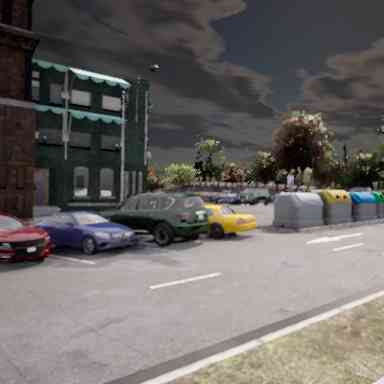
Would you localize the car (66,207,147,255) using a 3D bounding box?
[{"bbox_3d":[-4.270,1.454,12.882,4.674,1.452,2.002,-1,-1,35],"label":"car"}]

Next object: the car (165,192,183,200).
[{"bbox_3d":[-4.370,0.962,82.055,2.185,1.767,4.553,0,-1,35],"label":"car"}]

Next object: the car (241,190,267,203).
[{"bbox_3d":[11.159,0.837,59.708,2.435,2.045,5.566,1,-1,35],"label":"car"}]

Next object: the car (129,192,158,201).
[{"bbox_3d":[-8.422,0.793,58.235,2.097,1.535,5.008,0,0,35],"label":"car"}]

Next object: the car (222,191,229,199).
[{"bbox_3d":[5.075,0.833,38.785,2.002,1.452,4.674,0,0,35],"label":"car"}]

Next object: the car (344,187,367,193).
[{"bbox_3d":[21.519,0.838,44.863,2.435,2.045,5.566,0,-1,35],"label":"car"}]

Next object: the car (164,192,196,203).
[{"bbox_3d":[-1.670,0.795,48.503,2.231,1.521,4.892,0,0,35],"label":"car"}]

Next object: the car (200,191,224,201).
[{"bbox_3d":[4.257,0.837,69.640,2.435,2.045,5.566,1,-1,35],"label":"car"}]

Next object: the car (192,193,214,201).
[{"bbox_3d":[2.445,1.081,71.989,1.946,1.575,5.366,1,-1,35],"label":"car"}]

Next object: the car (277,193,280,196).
[{"bbox_3d":[14.629,0.964,54.790,2.185,1.767,4.553,1,-1,35],"label":"car"}]

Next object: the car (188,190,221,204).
[{"bbox_3d":[1.682,0.668,43.623,2.185,1.767,4.553,0,0,35],"label":"car"}]

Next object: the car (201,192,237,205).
[{"bbox_3d":[3.385,0.794,41.212,2.231,1.521,4.892,0,0,35],"label":"car"}]

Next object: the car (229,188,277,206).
[{"bbox_3d":[6.754,0.542,36.328,2.435,2.045,5.566,0,0,35],"label":"car"}]

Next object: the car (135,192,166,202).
[{"bbox_3d":[-6.832,0.790,55.646,1.946,1.575,5.366,0,0,35],"label":"car"}]

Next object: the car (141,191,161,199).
[{"bbox_3d":[-11.234,0.834,91.982,2.435,2.045,5.566,1,-1,35],"label":"car"}]

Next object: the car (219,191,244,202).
[{"bbox_3d":[7.745,0.839,64.723,2.435,2.045,5.566,0,-1,35],"label":"car"}]

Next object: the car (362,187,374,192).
[{"bbox_3d":[25.459,-0.017,51.091,2.097,1.767,4.553,1,3,-34],"label":"car"}]

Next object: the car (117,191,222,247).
[{"bbox_3d":[-1.840,1.116,14.636,5.566,2.045,2.435,-1,0,35],"label":"car"}]

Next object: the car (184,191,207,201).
[{"bbox_3d":[0.849,0.839,74.655,2.435,2.045,5.566,0,-1,35],"label":"car"}]

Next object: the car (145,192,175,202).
[{"bbox_3d":[-5.039,0.793,53.365,2.097,1.535,5.008,0,0,35],"label":"car"}]

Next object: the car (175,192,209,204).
[{"bbox_3d":[0.115,0.791,46.232,1.946,1.575,5.366,0,0,35],"label":"car"}]

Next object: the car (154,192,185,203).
[{"bbox_3d":[-3.370,0.823,50.913,2.163,1.488,4.792,0,0,35],"label":"car"}]

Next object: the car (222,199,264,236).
[{"bbox_3d":[0.504,1.314,16.477,5.366,1.575,1.946,-1,0,35],"label":"car"}]

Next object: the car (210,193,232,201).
[{"bbox_3d":[5.980,1.090,67.176,2.231,1.521,4.892,0,-1,35],"label":"car"}]

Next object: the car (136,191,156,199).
[{"bbox_3d":[-12.945,0.835,94.519,2.435,2.045,5.566,0,-1,35],"label":"car"}]

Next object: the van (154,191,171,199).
[{"bbox_3d":[-7.719,0.865,87.141,1.878,1.987,4.442,0,-1,35],"label":"van"}]

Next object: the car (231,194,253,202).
[{"bbox_3d":[9.425,1.118,62.185,2.163,1.488,4.792,1,-1,35],"label":"car"}]

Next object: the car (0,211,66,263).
[{"bbox_3d":[-6.741,1.456,11.136,5.008,1.535,2.097,-1,-1,35],"label":"car"}]
